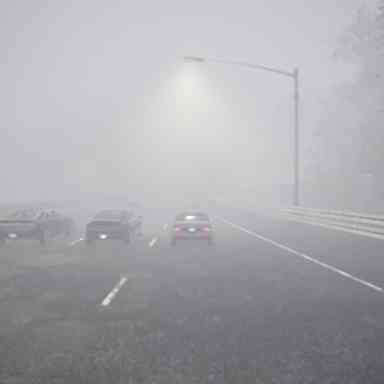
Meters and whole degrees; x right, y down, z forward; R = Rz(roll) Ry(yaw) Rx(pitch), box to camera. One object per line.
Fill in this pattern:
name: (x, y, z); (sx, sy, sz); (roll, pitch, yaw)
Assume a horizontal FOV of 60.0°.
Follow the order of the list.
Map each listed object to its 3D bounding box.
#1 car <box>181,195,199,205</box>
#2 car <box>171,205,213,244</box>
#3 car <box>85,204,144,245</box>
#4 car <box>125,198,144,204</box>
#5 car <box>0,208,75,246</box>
car: (-0.012, 1.502, 45.218); (2.128, 1.511, 4.902); (0, 0, 0)
car: (-0.004, 1.551, 15.691); (2.033, 1.411, 5.357); (0, 0, 0)
car: (-3.504, 1.509, 15.561); (1.837, 1.490, 4.892); (0, 0, 0)
car: (-7.011, 1.515, 40.703); (1.837, 1.490, 4.892); (0, 0, 0)
car: (-7.004, 1.494, 15.435); (2.128, 1.511, 4.902); (0, 0, 0)
